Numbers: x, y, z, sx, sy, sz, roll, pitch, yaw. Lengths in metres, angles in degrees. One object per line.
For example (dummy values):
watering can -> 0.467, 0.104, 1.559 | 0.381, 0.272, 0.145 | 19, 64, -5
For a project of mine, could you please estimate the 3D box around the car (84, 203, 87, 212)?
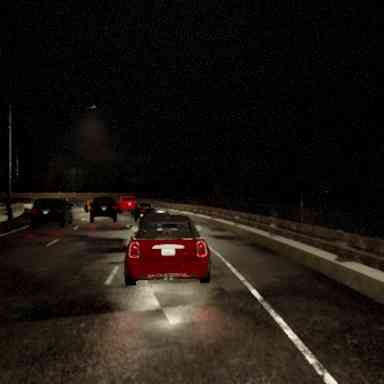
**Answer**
car -> -12.783, 1.832, 42.965 | 1.882, 1.535, 5.008 | 0, 0, -23

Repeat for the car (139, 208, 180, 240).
car -> -1.947, 1.709, 18.750 | 1.994, 1.385, 4.181 | 0, -1, -10

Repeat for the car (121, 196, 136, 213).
car -> -8.310, 1.555, 41.437 | 2.150, 2.045, 5.566 | 0, 0, -23

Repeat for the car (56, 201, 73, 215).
car -> -15.528, 1.850, 40.460 | 1.837, 1.490, 4.892 | 0, 0, -22

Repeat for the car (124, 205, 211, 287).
car -> -0.738, 1.429, 9.831 | 2.097, 1.767, 4.553 | 0, 0, -5

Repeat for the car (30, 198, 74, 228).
car -> -10.080, 1.430, 24.225 | 2.150, 2.045, 5.566 | 0, 0, -12

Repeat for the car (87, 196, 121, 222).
car -> -7.738, 1.460, 29.025 | 2.150, 2.045, 5.566 | 0, 0, -16

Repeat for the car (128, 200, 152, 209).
car -> -4.361, 1.740, 29.675 | 1.837, 1.490, 4.892 | 0, 0, -16
